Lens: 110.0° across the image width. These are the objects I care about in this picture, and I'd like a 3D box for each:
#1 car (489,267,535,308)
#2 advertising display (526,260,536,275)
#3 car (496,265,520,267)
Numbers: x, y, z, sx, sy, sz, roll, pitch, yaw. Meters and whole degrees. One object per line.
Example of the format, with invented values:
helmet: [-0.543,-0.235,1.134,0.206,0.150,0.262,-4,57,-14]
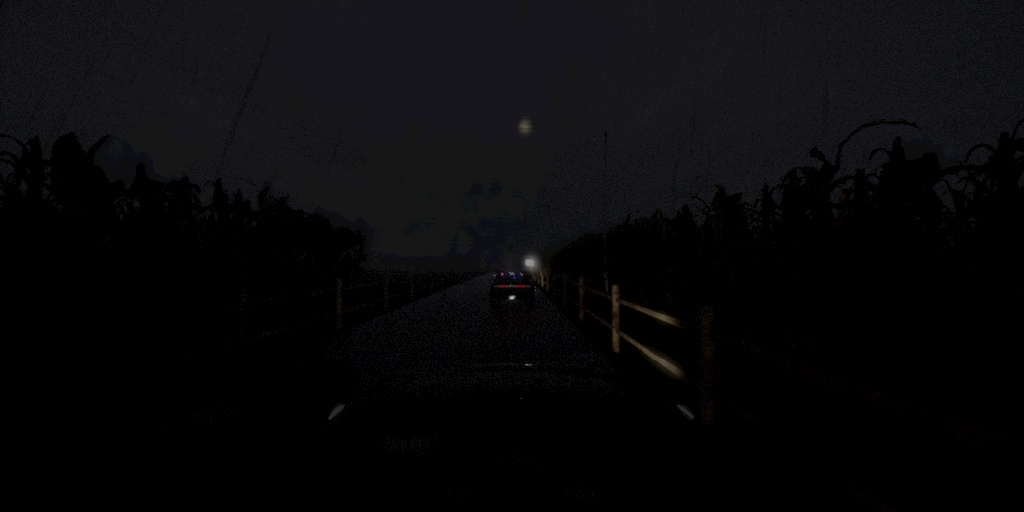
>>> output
car: [0.007,1.418,16.153,2.128,1.511,4.902,0,-1,0]
advertising display: [3.138,1.861,58.725,1.540,2.440,0.280,0,0,0]
car: [0.008,1.535,30.929,2.097,1.767,4.553,0,-1,0]
